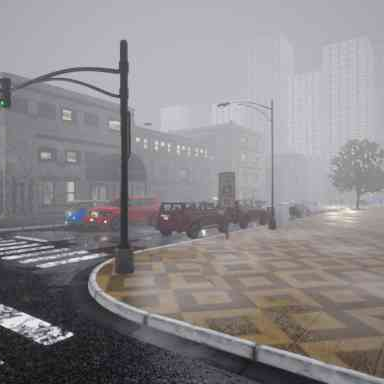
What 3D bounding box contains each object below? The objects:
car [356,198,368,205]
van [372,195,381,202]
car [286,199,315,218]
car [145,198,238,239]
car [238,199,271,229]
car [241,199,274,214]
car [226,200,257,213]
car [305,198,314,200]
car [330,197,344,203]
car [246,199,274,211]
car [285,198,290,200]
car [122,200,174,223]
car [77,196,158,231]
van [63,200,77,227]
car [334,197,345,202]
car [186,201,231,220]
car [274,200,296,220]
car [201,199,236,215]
[{"bbox_3d":[32.104,1.801,62.851,2.008,1.369,4.403,-1,-1,35],"label":"car"},{"bbox_3d":[44.890,1.693,80.875,1.690,1.788,3.998,-1,-1,35],"label":"van"},{"bbox_3d":[9.728,1.657,31.315,1.947,1.339,4.313,-1,-1,35],"label":"car"},{"bbox_3d":[0.137,1.349,17.801,2.192,1.841,5.009,-1,-1,35],"label":"car"},{"bbox_3d":[3.333,1.367,22.306,2.192,1.841,5.009,-1,-1,35],"label":"car"},{"bbox_3d":[7.627,1.639,38.330,1.837,1.490,4.892,0,0,36],"label":"car"},{"bbox_3d":[6.088,1.700,40.667,2.008,1.369,4.403,-1,-1,35],"label":"car"},{"bbox_3d":[22.072,1.815,63.194,2.008,1.369,4.403,-1,-1,35],"label":"car"},{"bbox_3d":[34.858,1.914,81.214,2.008,1.369,4.403,-1,-1,35],"label":"car"},{"bbox_3d":[9.285,1.722,45.172,2.008,1.369,4.403,-1,-1,35],"label":"car"},{"bbox_3d":[15.579,1.741,54.044,1.752,1.417,4.829,-1,-1,35],"label":"car"},{"bbox_3d":[-3.502,1.530,27.152,1.967,1.590,4.097,-1,-1,35],"label":"car"},{"bbox_3d":[-4.246,1.285,21.626,2.150,2.045,5.566,0,0,35],"label":"car"},{"bbox_3d":[-6.699,1.413,22.648,1.690,1.788,3.998,-1,0,35],"label":"van"},{"bbox_3d":[38.055,1.935,85.719,1.887,1.381,4.507,-1,-1,35],"label":"car"},{"bbox_3d":[1.592,1.622,29.835,1.812,1.442,4.674,0,0,36],"label":"car"},{"bbox_3d":[6.531,1.616,26.810,1.887,1.381,4.507,-1,-1,35],"label":"car"},{"bbox_3d":[2.892,1.569,36.164,1.967,1.590,4.097,-1,-1,35],"label":"car"}]
